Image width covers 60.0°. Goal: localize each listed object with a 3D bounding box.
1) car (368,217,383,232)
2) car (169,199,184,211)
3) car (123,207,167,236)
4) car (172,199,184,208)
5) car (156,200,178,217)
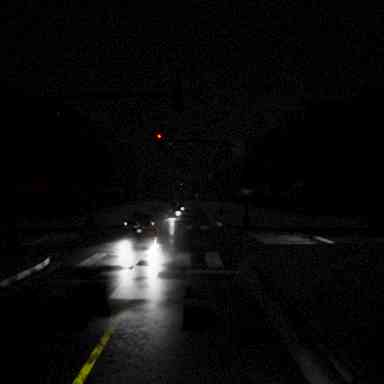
[{"bbox_3d":[12.336,1.663,18.776,4.403,1.369,2.008,0,0,0],"label":"car"},{"bbox_3d":[-2.640,1.738,46.389,2.097,1.767,4.553,0,0,0],"label":"car"},{"bbox_3d":[-2.768,1.760,19.690,1.895,1.301,4.718,0,-1,0],"label":"car"},{"bbox_3d":[-2.503,2.001,61.162,1.882,1.535,5.008,0,-1,1],"label":"car"},{"bbox_3d":[-2.705,1.810,34.419,1.812,1.442,4.674,0,-1,0],"label":"car"}]
